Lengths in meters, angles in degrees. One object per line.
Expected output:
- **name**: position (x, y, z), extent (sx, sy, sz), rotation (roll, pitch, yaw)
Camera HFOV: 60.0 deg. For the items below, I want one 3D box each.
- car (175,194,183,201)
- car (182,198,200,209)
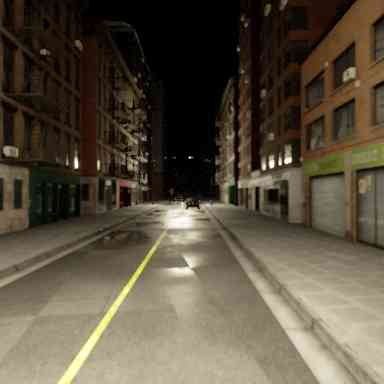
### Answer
- **car**: position (-2.990, 1.301, 76.987), extent (1.882, 1.535, 5.008), rotation (0, 0, 0)
- **car**: position (0.106, 1.532, 44.829), extent (2.033, 1.411, 5.357), rotation (0, 0, 0)
